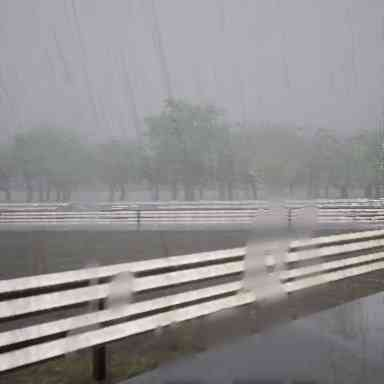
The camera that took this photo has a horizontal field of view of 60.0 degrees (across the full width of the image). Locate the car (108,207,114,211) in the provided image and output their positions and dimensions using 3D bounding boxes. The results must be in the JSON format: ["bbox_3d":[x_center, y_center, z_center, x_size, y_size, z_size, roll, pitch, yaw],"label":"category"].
[{"bbox_3d":[-10.861,1.925,36.053,4.892,1.490,1.837,-1,0,5],"label":"car"}]

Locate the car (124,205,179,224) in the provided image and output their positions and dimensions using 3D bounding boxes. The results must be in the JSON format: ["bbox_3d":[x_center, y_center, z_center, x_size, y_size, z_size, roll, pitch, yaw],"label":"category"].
[{"bbox_3d":[-3.452,1.884,28.402,4.674,1.442,1.812,-1,1,5],"label":"car"}]

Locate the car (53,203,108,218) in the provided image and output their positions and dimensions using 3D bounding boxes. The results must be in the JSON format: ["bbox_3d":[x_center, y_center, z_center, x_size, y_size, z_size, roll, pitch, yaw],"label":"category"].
[{"bbox_3d":[-11.171,1.960,32.568,4.892,1.490,1.837,-1,0,5],"label":"car"}]

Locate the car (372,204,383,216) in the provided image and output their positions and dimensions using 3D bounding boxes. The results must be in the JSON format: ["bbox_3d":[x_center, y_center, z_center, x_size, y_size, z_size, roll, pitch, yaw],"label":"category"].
[{"bbox_3d":[17.134,1.547,26.623,4.902,1.511,2.128,-1,0,5],"label":"car"}]
